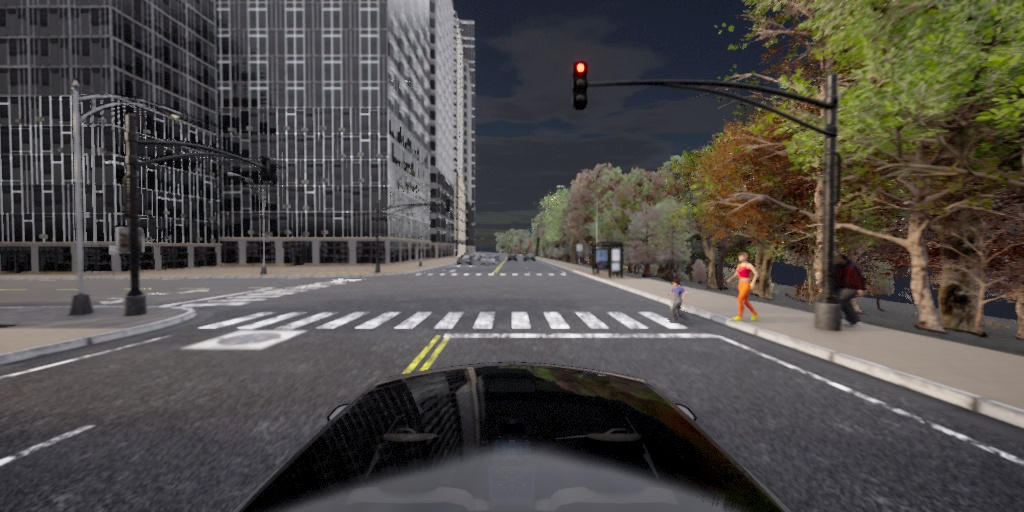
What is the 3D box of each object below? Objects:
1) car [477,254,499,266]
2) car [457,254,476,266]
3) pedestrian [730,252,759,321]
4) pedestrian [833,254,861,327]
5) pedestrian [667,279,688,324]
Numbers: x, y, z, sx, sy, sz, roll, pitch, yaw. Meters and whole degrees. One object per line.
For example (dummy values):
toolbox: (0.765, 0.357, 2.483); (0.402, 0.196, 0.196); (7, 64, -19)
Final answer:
car: (-3.255, 0.649, 49.238); (1.895, 1.301, 4.718); (0, 1, 0)
car: (-6.500, 0.564, 49.847); (1.812, 1.442, 4.674); (0, 1, 1)
pedestrian: (6.080, 0.778, 9.383); (0.375, 1.860, 0.375); (0, 1, 0)
pedestrian: (7.982, 0.790, 8.645); (0.375, 1.860, 0.375); (0, 1, 0)
pedestrian: (4.586, 1.204, 9.858); (0.375, 1.300, 0.375); (0, 1, 0)
